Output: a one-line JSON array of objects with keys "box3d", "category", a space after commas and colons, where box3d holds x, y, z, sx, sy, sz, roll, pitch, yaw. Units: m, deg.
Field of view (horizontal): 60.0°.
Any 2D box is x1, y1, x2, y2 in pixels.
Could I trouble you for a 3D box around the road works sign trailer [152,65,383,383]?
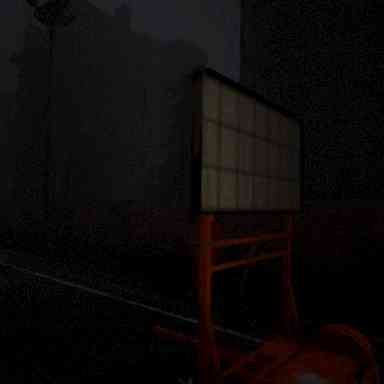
[{"box3d": [0.586, 0.653, 3.914, 2.880, 3.560, 2.380, -1, -3, 40], "category": "road works sign trailer"}]
